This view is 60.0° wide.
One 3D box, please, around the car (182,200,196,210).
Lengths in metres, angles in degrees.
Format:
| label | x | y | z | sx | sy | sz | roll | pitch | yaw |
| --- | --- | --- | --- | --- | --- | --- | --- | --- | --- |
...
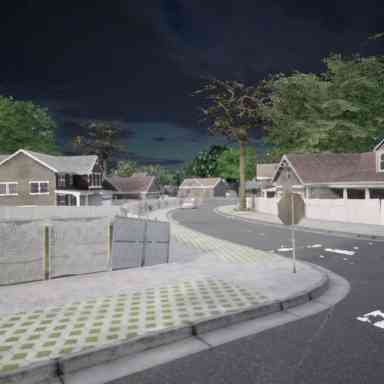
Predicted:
| label | x | y | z | sx | sy | sz | roll | pitch | yaw |
| --- | --- | --- | --- | --- | --- | --- | --- | --- | --- |
| car | -0.444 | 2.078 | 54.655 | 1.812 | 1.442 | 4.674 | -2 | -1 | 7 |
